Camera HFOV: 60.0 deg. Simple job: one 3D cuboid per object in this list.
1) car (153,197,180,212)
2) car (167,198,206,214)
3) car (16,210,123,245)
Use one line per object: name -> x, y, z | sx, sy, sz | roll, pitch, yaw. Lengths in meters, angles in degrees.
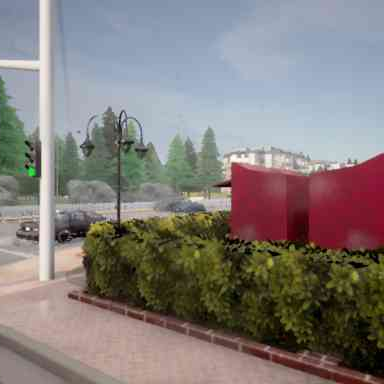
car -> -2.422, 1.400, 38.316 | 2.097, 1.767, 4.553 | 0, 0, 36
car -> -0.313, 1.612, 35.265 | 1.994, 1.385, 4.181 | 0, 0, 36
car -> -5.464, 1.599, 16.061 | 2.033, 1.411, 5.357 | 0, 0, 36
